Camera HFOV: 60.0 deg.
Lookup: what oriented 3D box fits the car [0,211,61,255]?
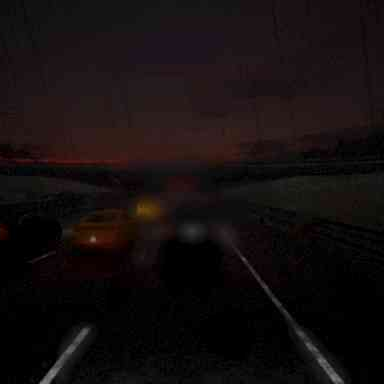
[{"bbox_3d":[-6.980,1.524,13.487,2.128,1.511,4.902,0,0,0],"label":"car"}]

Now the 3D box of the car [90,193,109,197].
[{"bbox_3d":[-17.488,0.897,64.569,2.097,1.767,4.553,0,1,0],"label":"car"}]

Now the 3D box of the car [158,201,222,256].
[{"bbox_3d":[0.020,1.382,13.406,2.097,1.767,4.553,0,0,0],"label":"car"}]

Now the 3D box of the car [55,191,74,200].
[{"bbox_3d":[-24.478,0.770,64.462,2.150,2.045,5.566,0,1,0],"label":"car"}]

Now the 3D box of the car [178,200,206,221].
[{"bbox_3d":[0.016,1.465,27.486,2.033,1.411,5.357,0,1,0],"label":"car"}]

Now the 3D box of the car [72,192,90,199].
[{"bbox_3d":[-20.981,1.100,64.511,1.994,1.385,4.181,0,1,0],"label":"car"}]

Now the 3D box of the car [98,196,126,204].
[{"bbox_3d":[-6.968,1.378,29.189,1.882,1.535,5.008,0,1,0],"label":"car"}]

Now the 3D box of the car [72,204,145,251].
[{"bbox_3d":[-3.473,1.504,14.231,1.882,1.535,5.008,0,1,0],"label":"car"}]

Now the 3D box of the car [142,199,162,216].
[{"bbox_3d":[-3.468,1.378,29.181,1.882,1.535,5.008,0,1,0],"label":"car"}]
